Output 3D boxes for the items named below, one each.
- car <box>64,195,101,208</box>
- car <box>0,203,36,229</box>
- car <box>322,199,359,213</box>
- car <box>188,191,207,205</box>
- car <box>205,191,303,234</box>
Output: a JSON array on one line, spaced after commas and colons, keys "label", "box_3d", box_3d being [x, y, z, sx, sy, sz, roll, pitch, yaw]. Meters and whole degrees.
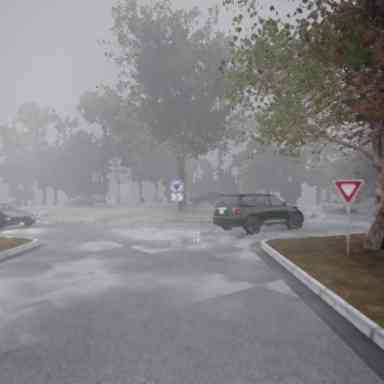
[{"label": "car", "box_3d": [-14.160, 1.199, 43.159, 1.837, 1.490, 4.892, -2, -1, 41]}, {"label": "car", "box_3d": [-11.771, 1.399, 20.673, 5.357, 1.411, 2.033, 1, 1, 39]}, {"label": "car", "box_3d": [14.672, 1.364, 33.322, 1.895, 1.301, 4.718, 0, 0, 1]}, {"label": "car", "box_3d": [2.193, 0.869, 48.989, 5.566, 2.045, 2.150, 0, 0, 13]}, {"label": "car", "box_3d": [3.722, 1.091, 18.354, 5.566, 2.045, 2.150, 0, -1, -35]}]
